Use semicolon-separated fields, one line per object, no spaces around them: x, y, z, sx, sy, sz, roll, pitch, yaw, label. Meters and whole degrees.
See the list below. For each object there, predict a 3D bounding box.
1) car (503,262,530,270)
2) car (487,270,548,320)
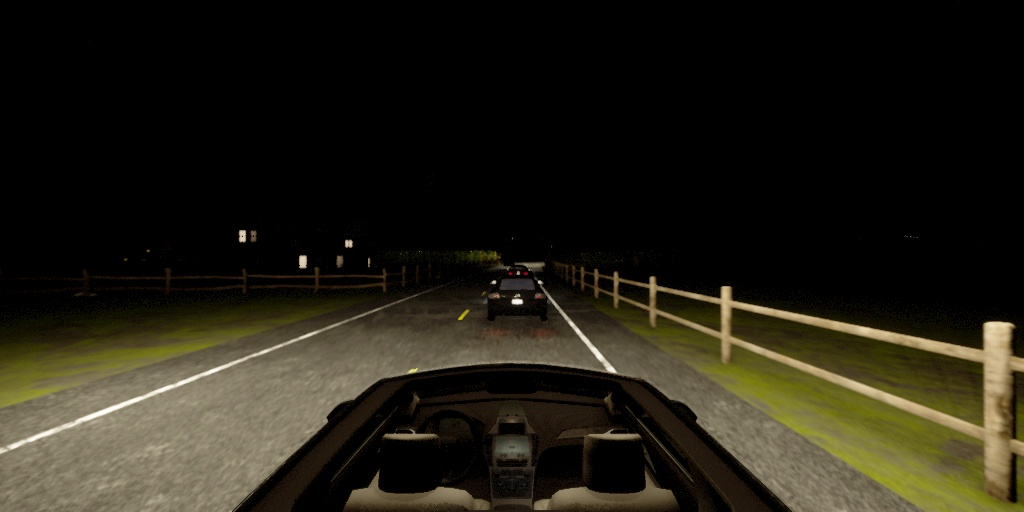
0.559;1.440;30.558;2.033;1.411;5.357;0;0;2;car
0.185;1.372;12.932;1.994;1.385;4.181;0;0;1;car
